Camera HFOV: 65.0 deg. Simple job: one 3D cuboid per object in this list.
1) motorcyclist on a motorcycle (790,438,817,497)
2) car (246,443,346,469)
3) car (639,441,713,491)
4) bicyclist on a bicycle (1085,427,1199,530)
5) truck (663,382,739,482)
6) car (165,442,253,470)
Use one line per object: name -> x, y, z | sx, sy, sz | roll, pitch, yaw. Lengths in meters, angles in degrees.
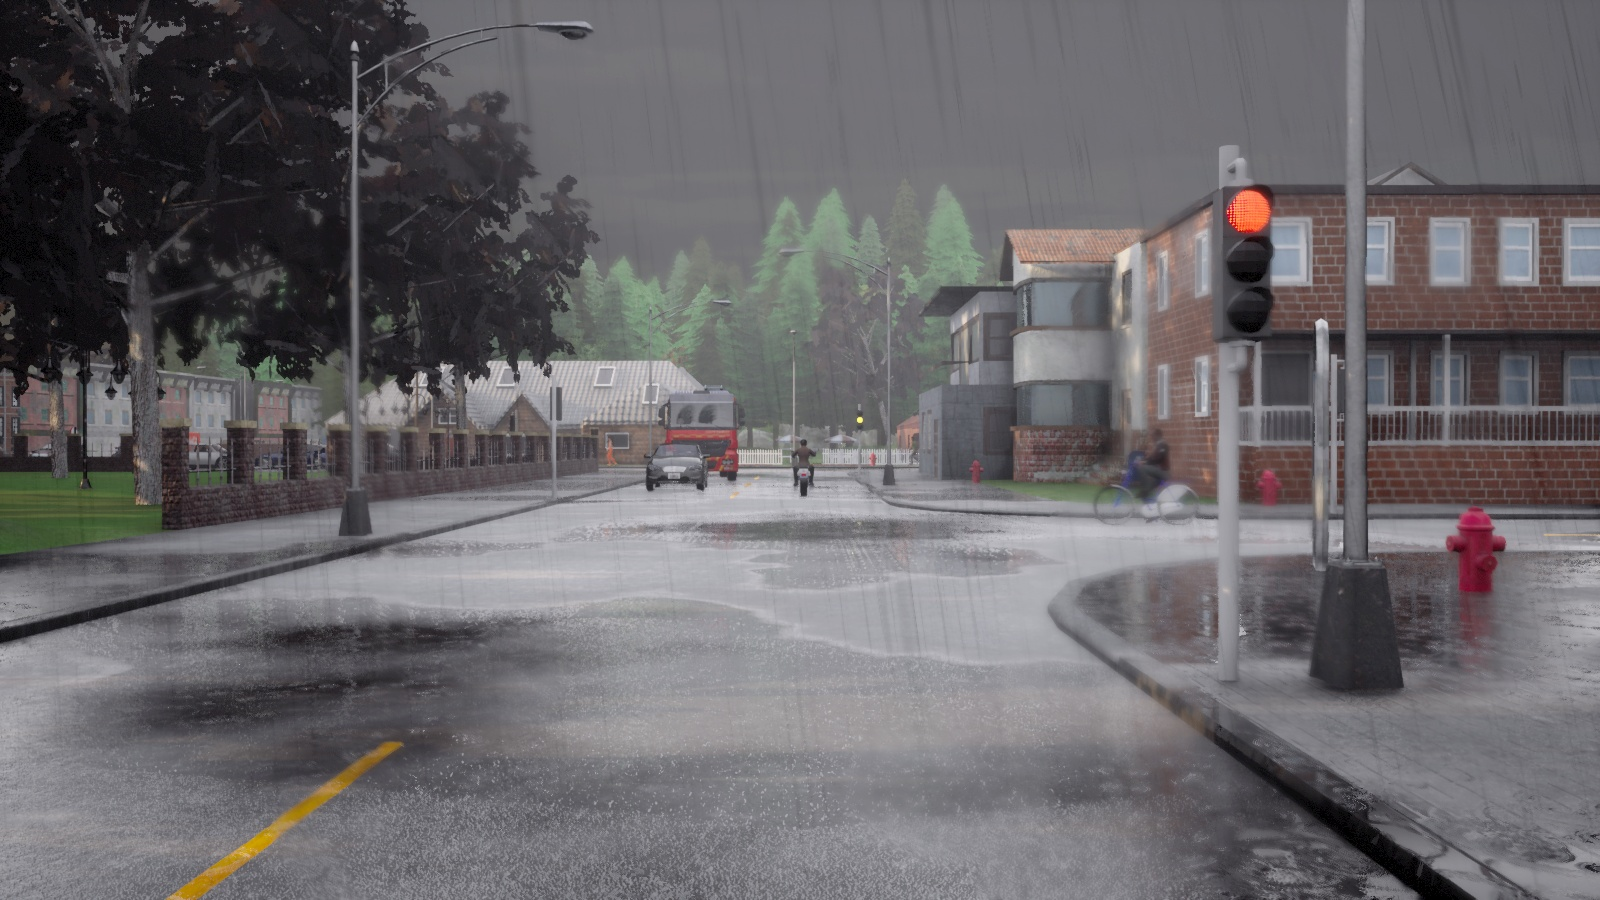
motorcyclist on a motorcycle -> 0.114, 0.492, 36.322 | 0.766, 1.649, 2.350 | 0, 0, 0
car -> -28.712, 0.319, 71.657 | 4.792, 1.488, 2.163 | 0, 0, 0
car -> -3.947, 0.470, 40.708 | 2.128, 1.511, 4.902 | 0, 0, -3
bicyclist on a bicycle -> 6.040, 0.496, 22.257 | 1.843, 1.776, 0.659 | 0, 0, 2
truck -> -4.037, -0.718, 52.503 | 2.891, 3.827, 8.468 | 0, 0, -3
car -> -31.765, 0.305, 67.616 | 3.806, 1.475, 1.970 | 0, 0, -1
